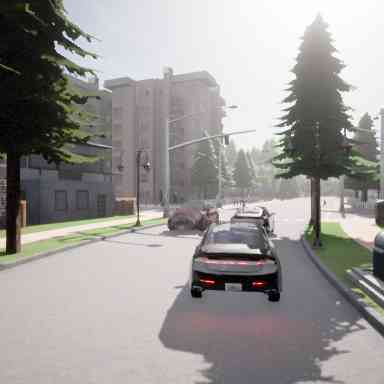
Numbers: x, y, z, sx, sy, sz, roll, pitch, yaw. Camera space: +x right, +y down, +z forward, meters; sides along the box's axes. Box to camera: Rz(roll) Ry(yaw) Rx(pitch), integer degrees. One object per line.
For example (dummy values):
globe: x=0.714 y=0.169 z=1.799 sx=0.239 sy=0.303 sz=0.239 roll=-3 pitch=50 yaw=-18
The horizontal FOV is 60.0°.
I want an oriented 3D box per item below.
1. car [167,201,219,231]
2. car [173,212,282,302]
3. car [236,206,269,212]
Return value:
car: x=0.193 y=1.351 z=20.173 sx=2.097 sy=1.767 sz=4.553 roll=0 pitch=0 yaw=19
car: x=1.111 y=1.492 z=8.367 sx=2.128 sy=1.511 sz=4.902 roll=0 pitch=0 yaw=9
car: x=3.242 y=1.491 z=17.473 sx=2.128 sy=1.511 sz=4.902 roll=0 pitch=0 yaw=18
